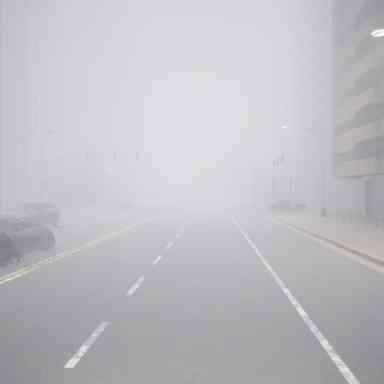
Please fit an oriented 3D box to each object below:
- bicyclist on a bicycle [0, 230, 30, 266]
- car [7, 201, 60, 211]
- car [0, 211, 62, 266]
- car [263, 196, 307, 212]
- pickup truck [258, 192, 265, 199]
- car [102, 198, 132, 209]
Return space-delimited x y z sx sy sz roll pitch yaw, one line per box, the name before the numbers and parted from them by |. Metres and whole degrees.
bicyclist on a bicycle | -5.195 1.488 9.034 1.656 0.582 1.620 23 -42 -13
car | -9.443 1.351 19.343 2.097 1.767 4.553 0 0 4
car | -6.470 1.563 11.404 1.994 1.385 4.181 0 0 4
car | 10.879 1.526 38.471 4.674 1.442 1.812 0 0 -10
pickup truck | 18.811 1.059 89.148 2.390 2.098 6.274 0 0 34
car | -10.308 1.564 45.951 4.181 1.385 1.994 0 0 28
